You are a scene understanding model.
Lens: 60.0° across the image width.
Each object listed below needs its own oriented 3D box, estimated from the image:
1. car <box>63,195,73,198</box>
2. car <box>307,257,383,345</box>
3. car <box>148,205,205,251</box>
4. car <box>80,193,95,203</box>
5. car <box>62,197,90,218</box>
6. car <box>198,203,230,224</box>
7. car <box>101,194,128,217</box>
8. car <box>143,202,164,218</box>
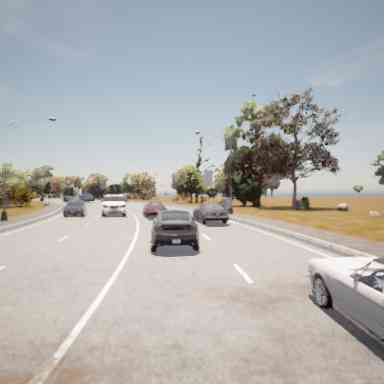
[{"bbox_3d":[-25.723,1.443,69.550,1.882,1.535,5.008,0,0,-28],"label":"car"},{"bbox_3d":[3.407,1.596,4.909,1.895,1.301,4.718,0,0,-2],"label":"car"},{"bbox_3d":[-0.794,1.515,14.295,1.837,1.490,4.892,0,0,-6],"label":"car"},{"bbox_3d":[-22.276,1.217,70.561,2.150,2.045,5.566,0,0,-28],"label":"car"},{"bbox_3d":[-10.875,1.537,31.110,1.837,1.490,4.892,0,0,-13],"label":"car"},{"bbox_3d":[1.315,1.561,24.937,2.033,1.411,5.357,0,0,-10],"label":"car"},{"bbox_3d":[-7.367,1.250,31.579,2.150,2.045,5.566,0,0,-13],"label":"car"},{"bbox_3d":[-3.512,1.588,31.085,1.994,1.385,4.181,0,0,-12],"label":"car"}]
